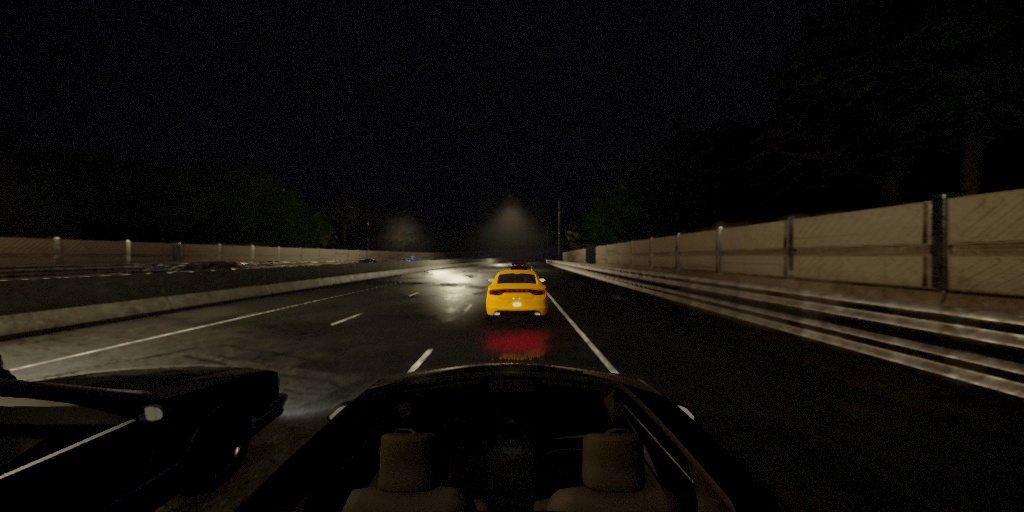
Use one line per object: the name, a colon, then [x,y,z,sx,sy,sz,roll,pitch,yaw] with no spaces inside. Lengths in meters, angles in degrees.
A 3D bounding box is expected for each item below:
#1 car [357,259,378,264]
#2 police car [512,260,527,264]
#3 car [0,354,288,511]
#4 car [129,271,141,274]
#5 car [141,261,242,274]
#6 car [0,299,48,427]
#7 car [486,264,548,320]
car: [-23.196,1.279,57.480,1.837,1.490,4.892,0,0,3]
police car: [0.900,1.289,43.757,2.038,1.542,4.974,0,0,2]
car: [-3.396,1.296,1.459,2.033,1.411,5.357,0,0,0]
car: [-20.902,1.220,21.909,2.128,1.511,4.902,0,0,1]
car: [-17.428,1.082,20.249,2.097,1.767,4.553,0,0,1]
car: [-6.889,1.273,2.289,1.812,1.442,4.674,0,0,0]
car: [0.172,1.223,12.671,1.882,1.535,5.008,0,0,1]
